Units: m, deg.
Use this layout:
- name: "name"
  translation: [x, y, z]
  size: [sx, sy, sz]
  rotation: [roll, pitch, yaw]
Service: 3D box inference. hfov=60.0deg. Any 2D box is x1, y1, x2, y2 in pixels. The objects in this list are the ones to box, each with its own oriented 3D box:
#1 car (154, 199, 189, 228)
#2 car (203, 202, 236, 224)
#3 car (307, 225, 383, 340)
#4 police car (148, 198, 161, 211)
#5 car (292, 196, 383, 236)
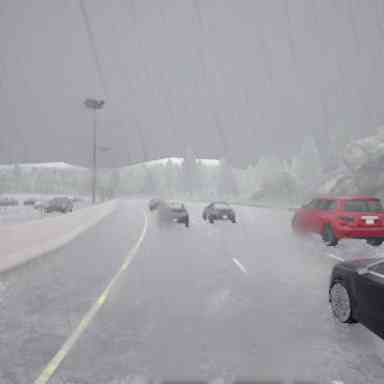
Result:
- name: "car"
  translation: [-1.282, 1.474, 22.204]
  size: [2.128, 1.511, 4.902]
  rotation: [0, 0, -6]
- name: "car"
  translation: [1.952, 1.499, 24.648]
  size: [1.812, 1.442, 4.674]
  rotation: [0, 0, -7]
- name: "car"
  translation: [3.461, 1.480, 4.224]
  size: [2.128, 1.511, 4.902]
  rotation: [0, 0, -1]
- name: "police car"
  translation: [-4.325, 1.476, 41.034]
  size: [2.038, 1.542, 4.974]
  rotation: [0, 0, -12]
- name: "car"
  translation: [6.455, 1.194, 15.060]
  size: [2.150, 2.045, 5.566]
  rotation: [0, 0, -4]
